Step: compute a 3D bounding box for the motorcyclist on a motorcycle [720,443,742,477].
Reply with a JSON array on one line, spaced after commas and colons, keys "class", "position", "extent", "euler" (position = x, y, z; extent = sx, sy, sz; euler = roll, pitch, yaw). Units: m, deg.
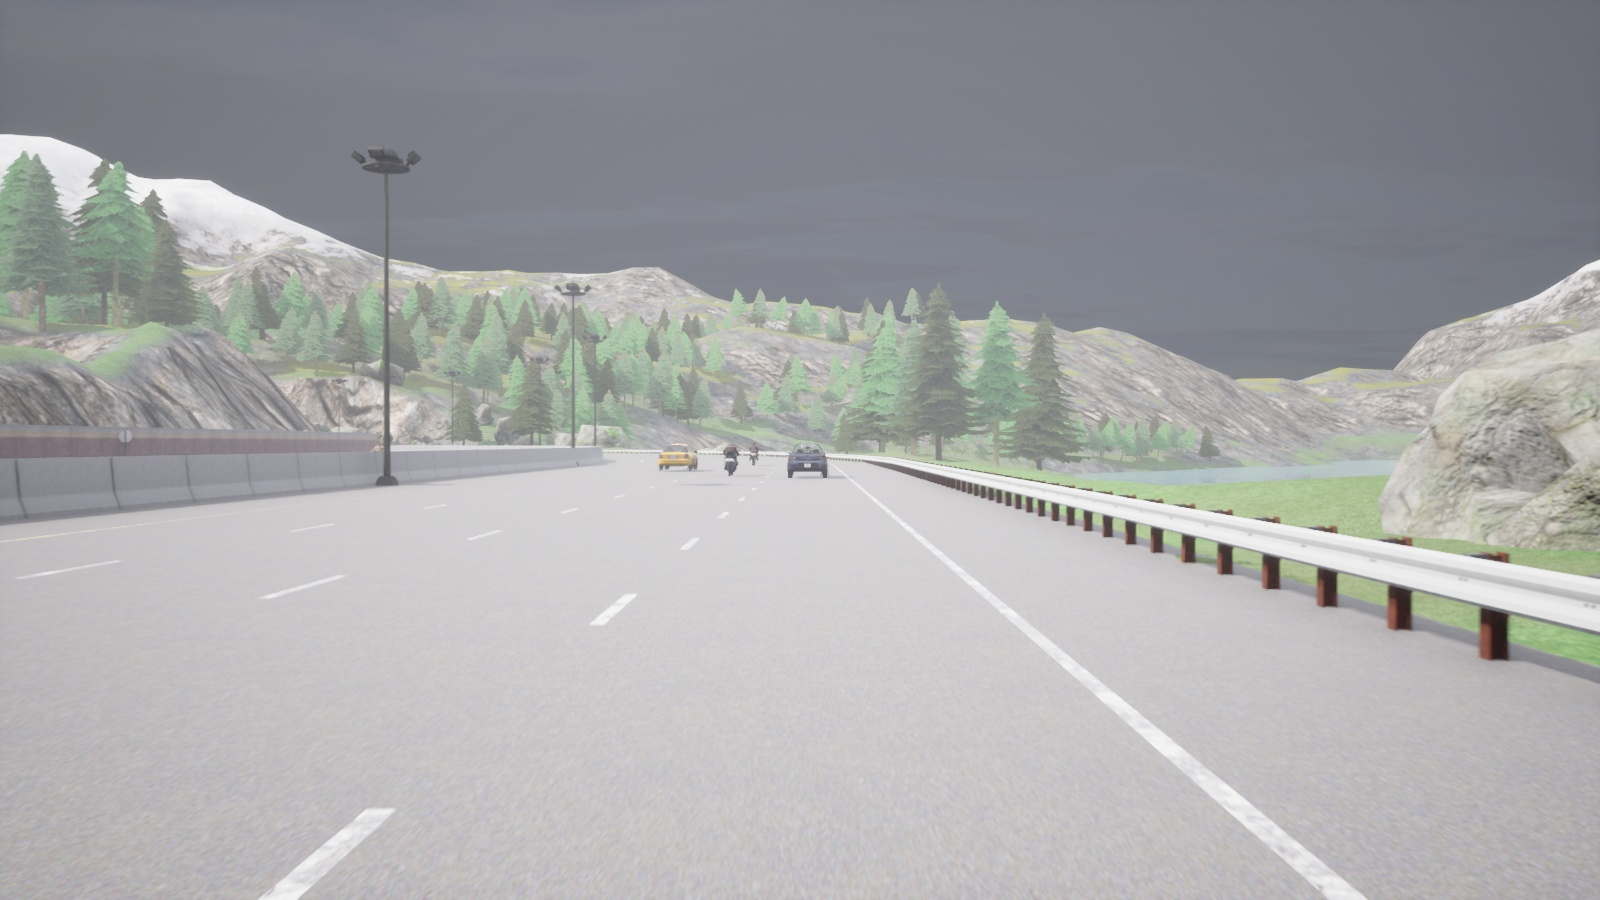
[{"class": "motorcyclist on a motorcycle", "position": [-3.152, 0.454, 57.703], "extent": [0.866, 1.530, 2.191], "euler": [0, 0, 0]}]

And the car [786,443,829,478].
[{"class": "car", "position": [0.336, 0.447, 55.630], "extent": [1.816, 1.474, 4.193], "euler": [0, 0, 0]}]

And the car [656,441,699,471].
[{"class": "car", "position": [-6.592, 0.296, 68.196], "extent": [1.801, 1.575, 5.366], "euler": [0, 0, 0]}]
